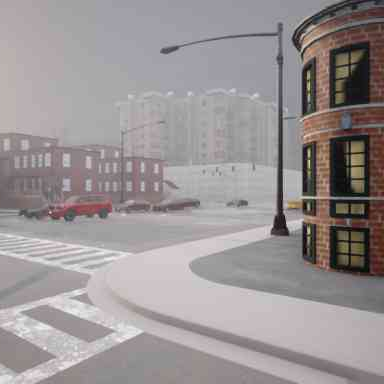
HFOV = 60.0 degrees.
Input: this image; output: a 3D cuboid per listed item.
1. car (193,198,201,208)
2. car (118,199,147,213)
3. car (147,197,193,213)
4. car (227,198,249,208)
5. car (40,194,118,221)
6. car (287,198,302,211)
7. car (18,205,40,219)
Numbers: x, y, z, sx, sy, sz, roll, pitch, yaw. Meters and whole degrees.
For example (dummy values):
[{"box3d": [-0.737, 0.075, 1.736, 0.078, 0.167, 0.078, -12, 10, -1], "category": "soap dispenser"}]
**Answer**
[{"box3d": [-0.741, 1.492, 45.315, 2.128, 1.511, 4.902, 0, 0, 36], "category": "car"}, {"box3d": [-6.518, 1.526, 37.253, 1.812, 1.442, 4.674, 0, 0, 35], "category": "car"}, {"box3d": [-2.356, 1.478, 37.071, 1.882, 1.535, 5.008, 0, 0, 35], "category": "car"}, {"box3d": [6.856, 1.602, 49.816, 1.994, 1.385, 4.181, 0, 0, 36], "category": "car"}, {"box3d": [-9.166, 1.221, 27.549, 2.150, 2.045, 5.566, 0, 0, 36], "category": "car"}, {"box3d": [13.127, 1.478, 40.339, 1.882, 1.535, 5.008, 0, 0, 36], "category": "car"}, {"box3d": [-12.247, 1.547, 29.260, 2.033, 1.411, 5.357, 0, 0, 36], "category": "car"}]
